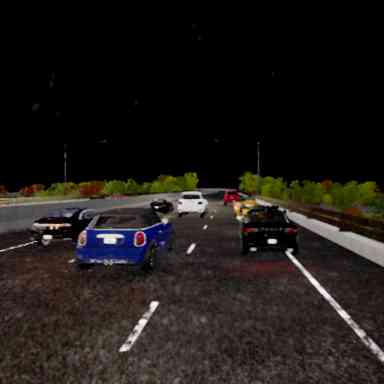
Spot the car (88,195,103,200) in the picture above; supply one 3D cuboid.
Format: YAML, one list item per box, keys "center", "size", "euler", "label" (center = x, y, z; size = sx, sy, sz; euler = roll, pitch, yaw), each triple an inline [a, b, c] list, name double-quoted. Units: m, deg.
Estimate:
- center: [-17.489, 1.256, 60.821]
  size: [1.994, 1.385, 4.181]
  euler: [0, 0, 7]
  label: "car"

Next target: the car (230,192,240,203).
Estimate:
- center: [4.612, 1.141, 28.797]
  size: [2.097, 1.767, 4.553]
  euler: [0, 0, 7]
  label: "car"

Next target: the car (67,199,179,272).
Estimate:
- center: [-1.910, 1.291, 10.870]
  size: [2.097, 1.767, 4.553]
  euler: [0, 0, 7]
  label: "car"

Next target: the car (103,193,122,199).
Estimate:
- center: [-13.988, 1.027, 60.700]
  size: [2.097, 1.767, 4.553]
  euler: [0, 0, 7]
  label: "car"

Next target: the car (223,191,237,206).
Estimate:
- center: [5.663, 0.884, 47.300]
  size: [2.150, 2.045, 5.566]
  euler: [0, 0, 7]
  label: "car"

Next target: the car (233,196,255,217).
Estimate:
- center: [3.959, 1.286, 23.055]
  size: [1.801, 1.575, 5.366]
  euler: [0, 0, 7]
  label: "car"

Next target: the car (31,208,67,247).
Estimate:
- center: [-5.005, 1.422, 14.609]
  size: [2.128, 1.511, 4.902]
  euler: [0, 0, 7]
  label: "car"

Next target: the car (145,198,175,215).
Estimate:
- center: [-3.001, 1.370, 32.194]
  size: [1.994, 1.385, 4.181]
  euler: [0, 0, 6]
  label: "car"

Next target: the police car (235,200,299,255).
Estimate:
- center: [2.817, 1.326, 13.040]
  size: [1.930, 1.638, 5.238]
  euler: [0, 0, 7]
  label: "police car"

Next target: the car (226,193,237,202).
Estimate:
- center: [7.613, 1.031, 64.409]
  size: [2.128, 1.511, 4.902]
  euler: [0, 0, 7]
  label: "car"

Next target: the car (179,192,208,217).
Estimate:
- center: [0.152, 1.033, 28.980]
  size: [2.150, 2.045, 5.566]
  euler: [0, 0, 7]
  label: "car"

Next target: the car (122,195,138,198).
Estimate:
- center: [-10.562, 1.188, 59.914]
  size: [1.812, 1.442, 4.674]
  euler: [0, 0, 7]
  label: "car"
